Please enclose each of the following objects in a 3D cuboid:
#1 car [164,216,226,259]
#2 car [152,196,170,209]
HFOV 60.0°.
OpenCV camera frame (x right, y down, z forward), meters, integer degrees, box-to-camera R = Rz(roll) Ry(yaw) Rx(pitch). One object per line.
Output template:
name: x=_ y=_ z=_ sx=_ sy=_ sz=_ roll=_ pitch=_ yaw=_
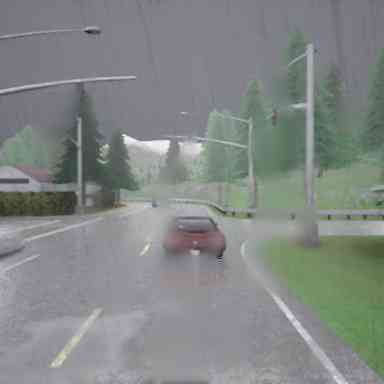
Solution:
car: x=-0.004 y=1.519 z=12.170 sx=1.895 sy=1.301 sz=4.718 roll=0 pitch=0 yaw=-3
car: x=-3.670 y=1.227 z=39.970 sx=2.128 sy=1.511 sz=4.902 roll=0 pitch=0 yaw=-1
